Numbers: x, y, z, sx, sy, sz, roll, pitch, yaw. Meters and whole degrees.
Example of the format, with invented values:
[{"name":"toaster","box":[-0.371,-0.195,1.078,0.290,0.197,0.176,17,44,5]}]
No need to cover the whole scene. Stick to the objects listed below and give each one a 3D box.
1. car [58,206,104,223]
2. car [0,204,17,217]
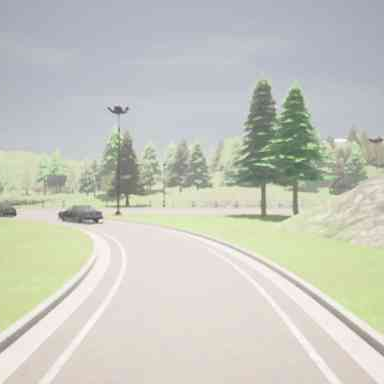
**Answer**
[{"name":"car","box":[-9.592,1.865,28.483,2.033,1.411,5.357,1,-1,-44]},{"name":"car","box":[-21.112,1.971,36.051,4.181,1.385,1.994,0,-1,22]}]
